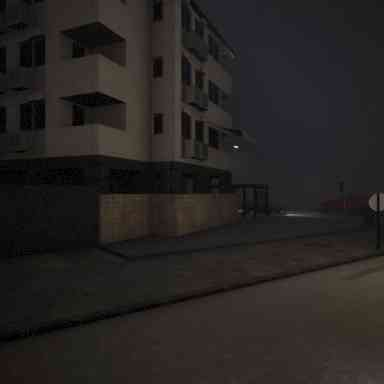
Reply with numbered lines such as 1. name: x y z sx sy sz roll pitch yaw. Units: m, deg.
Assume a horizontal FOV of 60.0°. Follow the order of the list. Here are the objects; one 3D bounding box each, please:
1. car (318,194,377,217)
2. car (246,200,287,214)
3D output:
1. car: 14.862 1.220 31.822 2.150 2.045 5.566 0 0 -32
2. car: 7.467 1.546 35.386 2.033 1.411 5.357 0 0 -35
